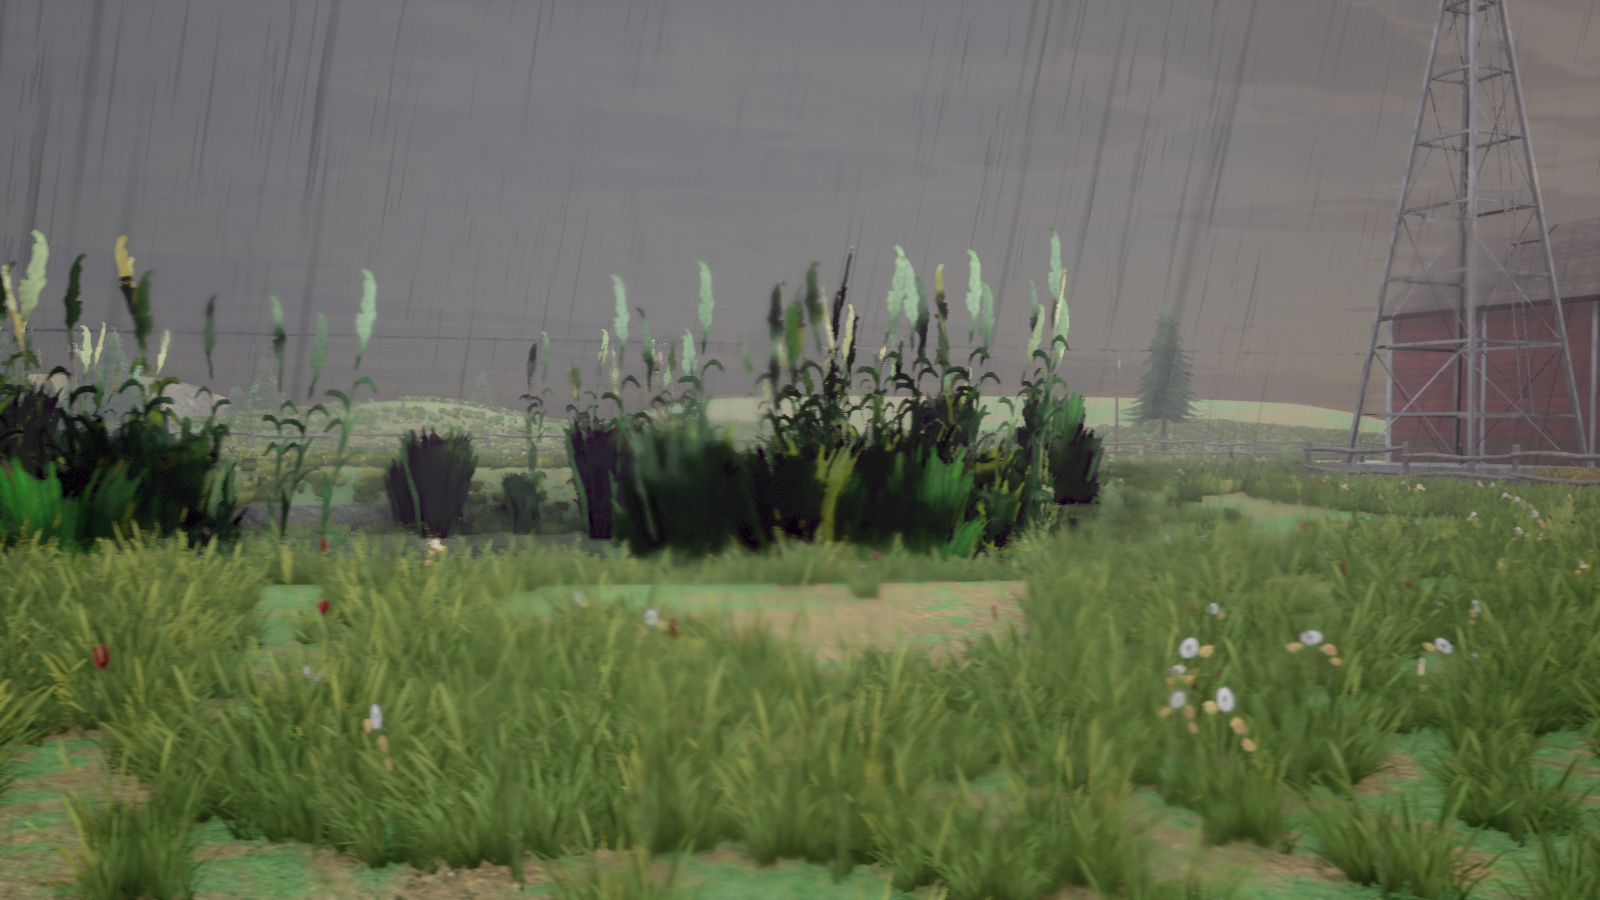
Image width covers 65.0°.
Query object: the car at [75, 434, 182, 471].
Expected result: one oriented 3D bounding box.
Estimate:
[{"bbox_3d":[-30.666,0.094,57.440,3.988,1.617,1.851,-1,1,-15],"label":"car"}]
